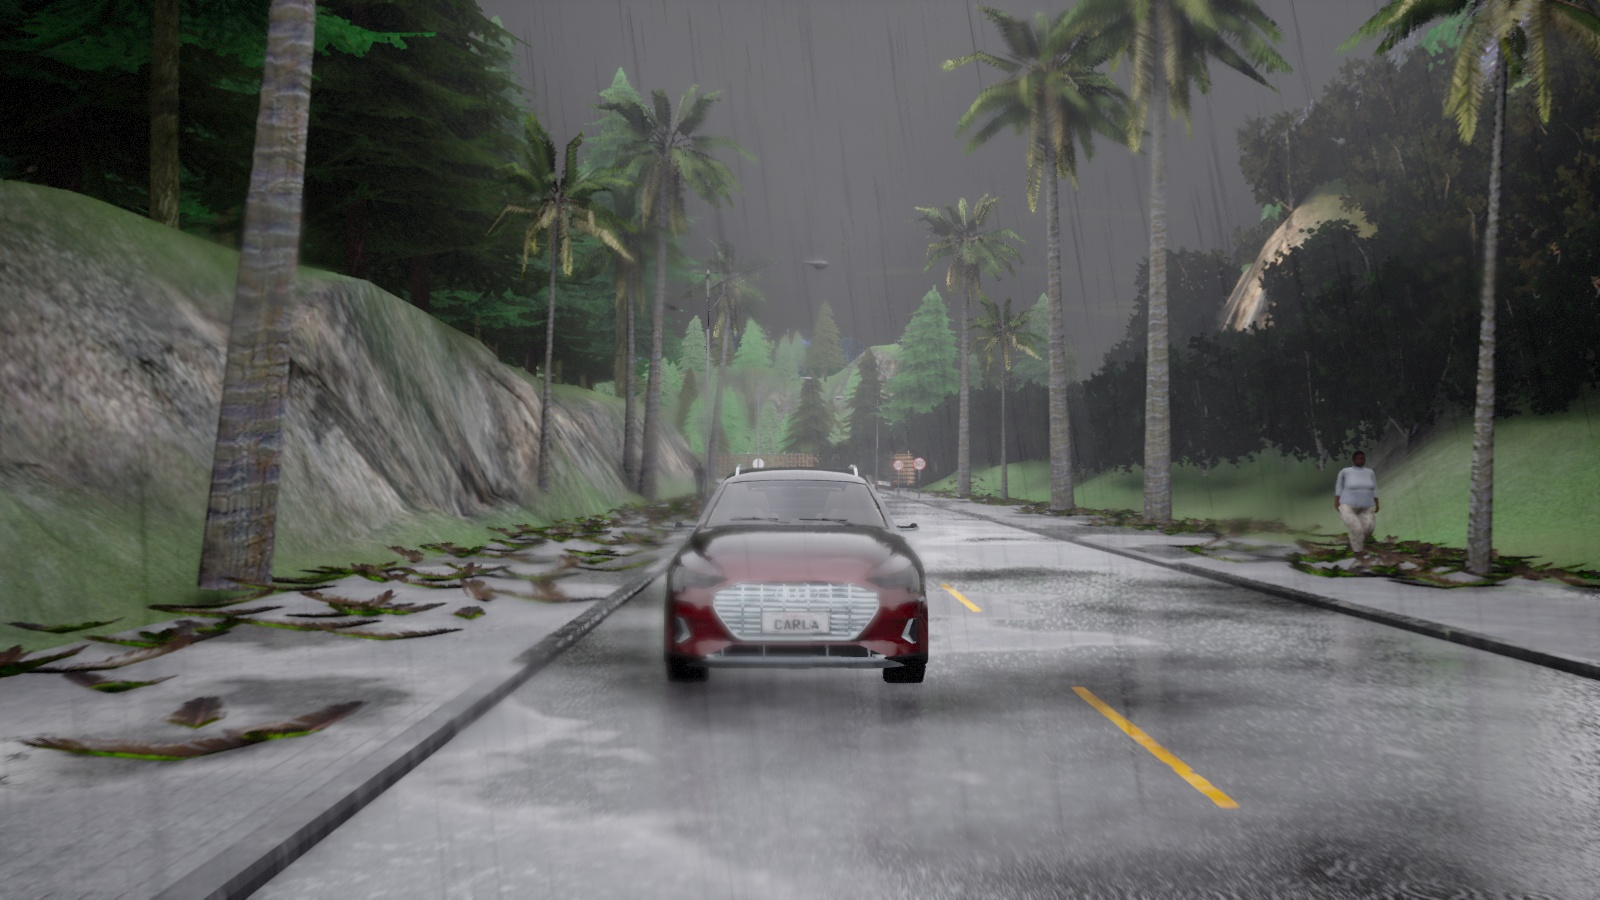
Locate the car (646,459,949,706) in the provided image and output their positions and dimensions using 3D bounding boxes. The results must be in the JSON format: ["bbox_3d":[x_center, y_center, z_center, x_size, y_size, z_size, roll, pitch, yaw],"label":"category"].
[{"bbox_3d":[-0.024,0.927,10.872,2.033,1.649,4.856,0,-1,0],"label":"car"}]

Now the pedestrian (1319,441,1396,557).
[{"bbox_3d":[9.131,0.800,20.594,0.874,1.855,0.900,0,-1,3],"label":"pedestrian"}]

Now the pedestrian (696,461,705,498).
[{"bbox_3d":[-5.174,1.526,65.157,0.402,1.930,0.666,0,-1,0],"label":"pedestrian"}]
